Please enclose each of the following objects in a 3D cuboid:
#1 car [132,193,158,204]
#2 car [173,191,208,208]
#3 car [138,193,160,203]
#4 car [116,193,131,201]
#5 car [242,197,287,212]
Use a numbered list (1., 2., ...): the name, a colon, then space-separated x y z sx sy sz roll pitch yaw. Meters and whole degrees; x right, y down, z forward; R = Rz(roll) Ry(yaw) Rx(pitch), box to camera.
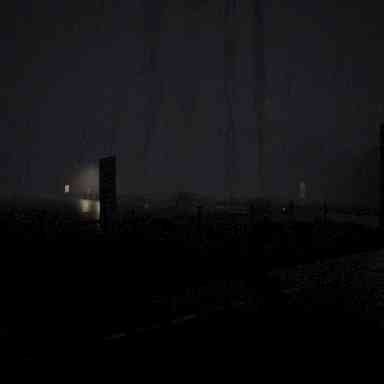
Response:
1. car: -7.283 0.910 52.673 2.097 1.767 4.553 -1 1 -35
2. car: -0.242 0.893 42.807 2.150 2.045 5.566 -1 1 -35
3. car: -7.590 1.016 58.024 1.812 1.442 4.674 -1 1 -35
4. car: -13.416 0.869 66.082 1.882 1.535 5.008 -1 1 -36
5. car: 7.054 1.284 32.628 2.128 1.511 4.902 -1 1 -36
